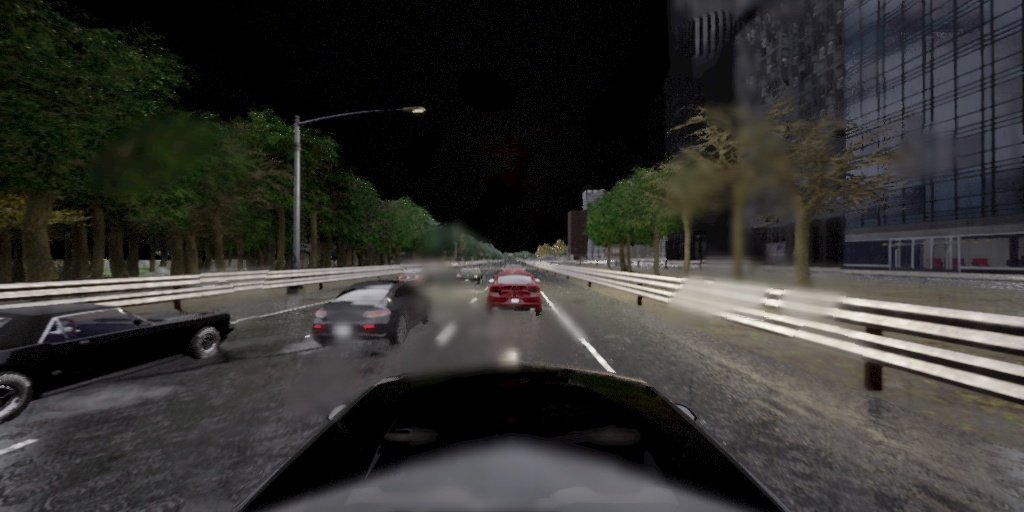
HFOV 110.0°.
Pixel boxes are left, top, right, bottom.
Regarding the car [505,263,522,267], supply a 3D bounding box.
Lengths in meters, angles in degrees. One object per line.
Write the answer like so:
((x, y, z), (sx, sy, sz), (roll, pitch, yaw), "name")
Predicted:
((0.119, 1.398, 31.190), (2.097, 1.767, 4.553), (0, -1, 0), "car")

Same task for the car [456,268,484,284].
((-3.382, 1.634, 29.893), (1.895, 1.301, 4.718), (0, -1, 0), "car")

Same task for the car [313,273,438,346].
((-3.402, 1.357, 9.535), (1.812, 1.442, 4.674), (0, 0, 0), "car")

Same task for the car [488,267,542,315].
((0.104, 1.357, 14.321), (1.882, 1.535, 5.008), (0, -1, 0), "car")

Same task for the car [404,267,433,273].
((-6.887, 1.548, 26.597), (2.033, 1.411, 5.357), (0, -1, 0), "car")

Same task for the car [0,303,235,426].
((-6.925, 1.391, 5.580), (1.895, 1.301, 4.718), (0, -1, 0), "car")
